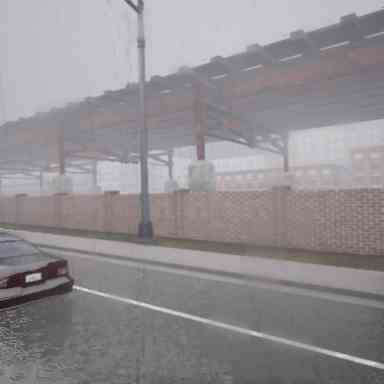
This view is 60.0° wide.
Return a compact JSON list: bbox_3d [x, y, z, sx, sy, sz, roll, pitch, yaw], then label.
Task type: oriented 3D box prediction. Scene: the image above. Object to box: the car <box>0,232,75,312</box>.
[{"bbox_3d":[-4.913,1.621,7.491,5.357,1.411,2.033,-1,0,35],"label":"car"}]
